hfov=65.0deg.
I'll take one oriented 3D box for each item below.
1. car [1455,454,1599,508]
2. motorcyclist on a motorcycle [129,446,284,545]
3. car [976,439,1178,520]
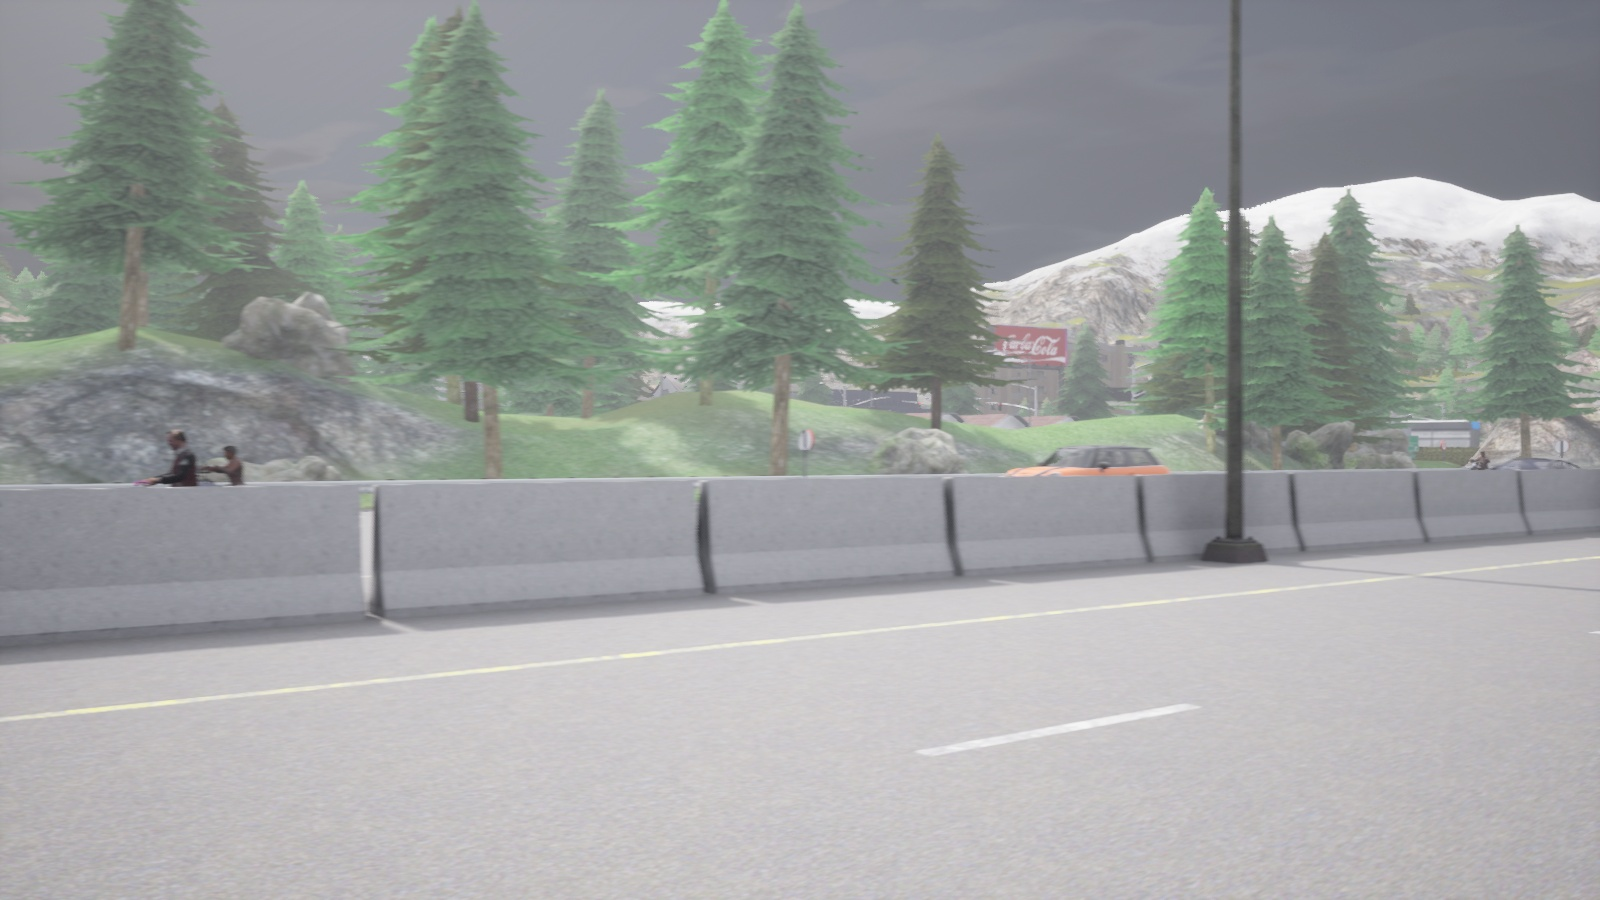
[{"bbox_3d":[20.272,0.816,34.836,4.181,1.385,1.994,0,0,-35],"label":"car"},{"bbox_3d":[-10.381,0.763,22.018,2.350,1.649,0.766,0,0,-35],"label":"motorcyclist on a motorcycle"},{"bbox_3d":[6.561,0.638,29.552,4.553,1.767,2.097,0,0,-35],"label":"car"}]
